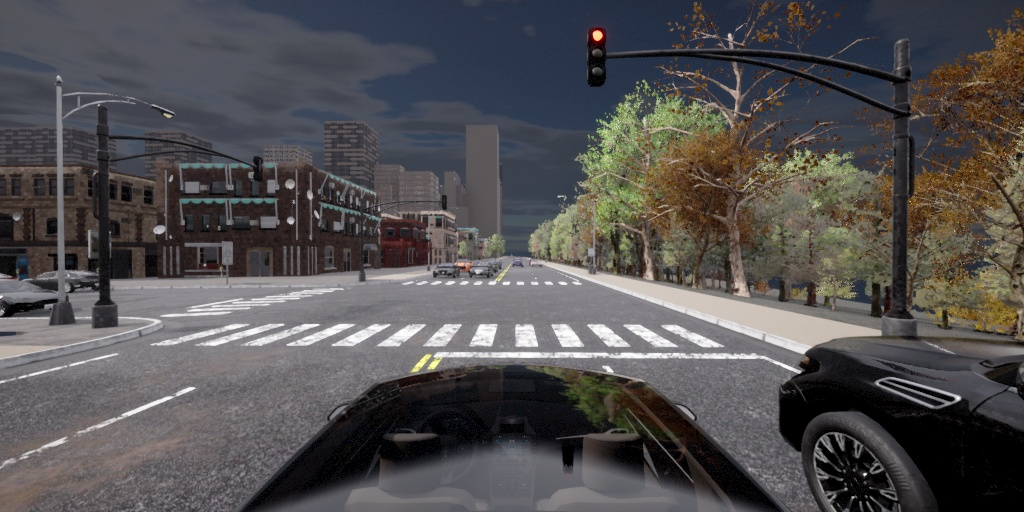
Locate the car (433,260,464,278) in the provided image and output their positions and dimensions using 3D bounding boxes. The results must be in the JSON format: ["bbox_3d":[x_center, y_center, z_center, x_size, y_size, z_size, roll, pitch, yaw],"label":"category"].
[{"bbox_3d":[-6.080,1.301,33.754,1.994,1.385,4.181,0,0,1],"label":"car"}]

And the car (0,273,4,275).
[{"bbox_3d":[-33.493,1.653,22.449,4.207,1.307,1.802,0,0,1],"label":"car"}]

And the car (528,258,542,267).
[{"bbox_3d":[4.362,1.321,64.121,1.895,1.301,4.718,0,0,1],"label":"car"}]

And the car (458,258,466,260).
[{"bbox_3d":[-5.914,1.084,43.751,2.097,1.767,4.553,0,0,1],"label":"car"}]

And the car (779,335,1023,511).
[{"bbox_3d":[3.322,0.972,0.665,2.150,2.045,5.566,0,0,1],"label":"car"}]

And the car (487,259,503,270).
[{"bbox_3d":[-2.503,1.218,53.502,2.128,1.511,4.902,0,0,1],"label":"car"}]

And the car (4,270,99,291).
[{"bbox_3d":[-27.958,1.558,22.352,4.403,1.370,2.007,0,0,1],"label":"car"}]

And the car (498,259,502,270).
[{"bbox_3d":[-2.673,1.223,43.260,2.128,1.511,4.902,0,0,1],"label":"car"}]

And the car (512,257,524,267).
[{"bbox_3d":[1.002,1.246,63.791,1.812,1.442,4.674,0,0,1],"label":"car"}]

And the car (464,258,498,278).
[{"bbox_3d":[-2.820,1.229,33.769,2.128,1.511,4.902,0,0,3],"label":"car"}]

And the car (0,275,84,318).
[{"bbox_3d":[-19.766,1.564,13.704,4.313,1.339,1.948,0,0,1],"label":"car"}]
